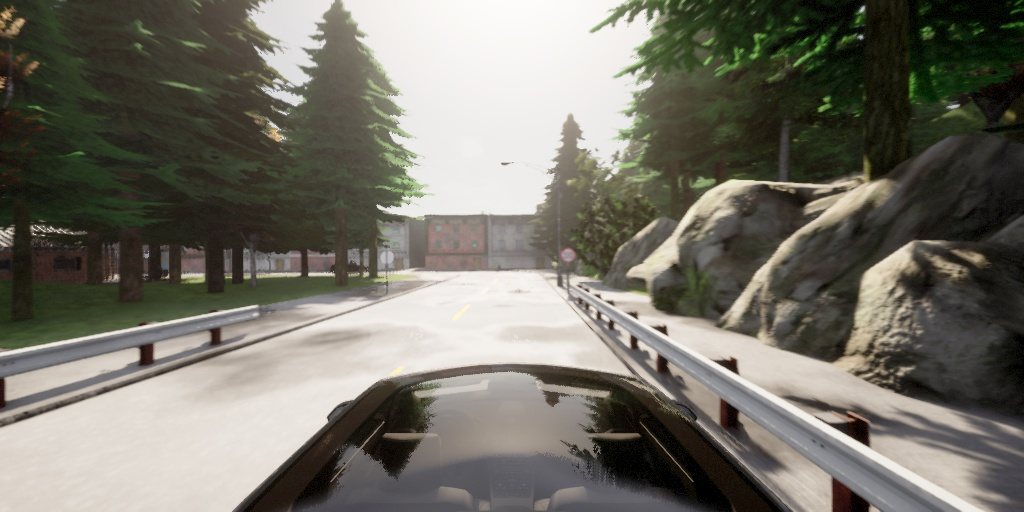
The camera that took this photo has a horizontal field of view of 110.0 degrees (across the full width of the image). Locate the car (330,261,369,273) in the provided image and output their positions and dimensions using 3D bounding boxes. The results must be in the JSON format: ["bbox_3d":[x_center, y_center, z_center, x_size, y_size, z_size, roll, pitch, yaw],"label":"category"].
[{"bbox_3d":[-19.881,1.396,44.496,5.008,1.535,1.882,-1,0,2],"label":"car"}]
